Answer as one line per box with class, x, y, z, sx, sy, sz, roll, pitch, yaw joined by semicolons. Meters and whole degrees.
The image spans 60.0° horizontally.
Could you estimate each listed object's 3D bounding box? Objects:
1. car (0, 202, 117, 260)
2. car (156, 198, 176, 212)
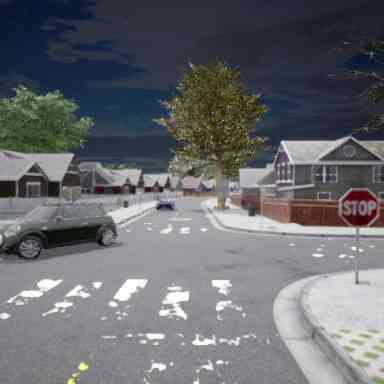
car;-5.018;1.196;12.202;2.097;1.767;4.553;0;0;37
car;-2.783;1.359;35.732;1.895;1.301;4.718;0;0;0
